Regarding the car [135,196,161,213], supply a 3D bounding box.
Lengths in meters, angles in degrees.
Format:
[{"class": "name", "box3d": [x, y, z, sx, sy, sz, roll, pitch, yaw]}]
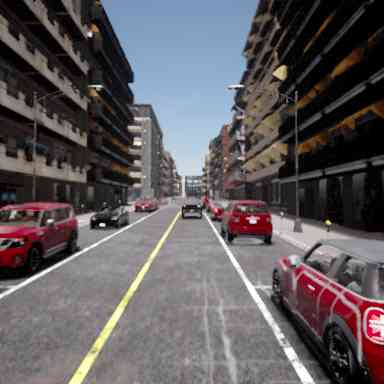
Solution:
[{"class": "car", "box3d": [-5.301, 1.358, 38.501, 2.192, 1.841, 5.009, 1, 0, 0]}]

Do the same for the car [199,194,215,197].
[{"class": "car", "box3d": [2.542, 1.389, 49.511, 2.192, 1.841, 5.009, 1, 0, 0]}]

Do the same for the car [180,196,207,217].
[{"class": "car", "box3d": [-0.006, 1.358, 30.125, 2.128, 1.511, 4.902, 0, 0, 0]}]

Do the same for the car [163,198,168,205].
[{"class": "car", "box3d": [-5.314, 1.692, 60.626, 1.802, 1.307, 4.206, 1, 0, 0]}]

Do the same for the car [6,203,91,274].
[{"class": "car", "box3d": [-5.293, 1.319, 10.848, 2.192, 1.841, 5.009, 1, 0, 0]}]

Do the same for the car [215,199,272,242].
[{"class": "car", "box3d": [2.551, 1.324, 16.322, 2.192, 1.841, 5.009, 1, 0, 0]}]

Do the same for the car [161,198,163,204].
[{"class": "car", "box3d": [-5.308, 1.602, 44.032, 1.887, 1.381, 4.507, 1, 0, 0]}]

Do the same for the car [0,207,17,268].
[{"class": "car", "box3d": [-5.292, 1.317, 5.318, 2.192, 1.841, 5.009, 1, 0, 0]}]

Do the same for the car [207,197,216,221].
[{"class": "car", "box3d": [2.545, 1.463, 27.385, 1.967, 1.590, 4.097, 1, 0, 0]}]

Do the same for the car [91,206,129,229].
[{"class": "car", "box3d": [-5.302, 1.580, 21.911, 1.947, 1.339, 4.313, 1, 0, 0]}]

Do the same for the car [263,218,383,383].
[{"class": "car", "box3d": [2.593, 1.443, 5.260, 1.967, 1.590, 4.097, 1, 0, 0]}]

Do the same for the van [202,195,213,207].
[{"class": "van", "box3d": [2.539, 1.432, 55.042, 1.690, 1.788, 3.998, 1, 0, 0]}]
